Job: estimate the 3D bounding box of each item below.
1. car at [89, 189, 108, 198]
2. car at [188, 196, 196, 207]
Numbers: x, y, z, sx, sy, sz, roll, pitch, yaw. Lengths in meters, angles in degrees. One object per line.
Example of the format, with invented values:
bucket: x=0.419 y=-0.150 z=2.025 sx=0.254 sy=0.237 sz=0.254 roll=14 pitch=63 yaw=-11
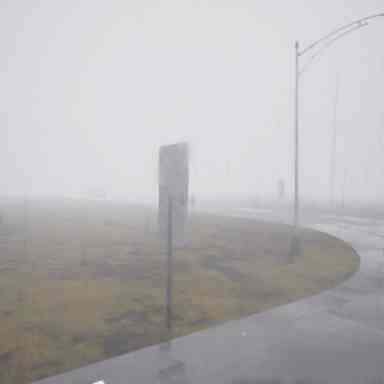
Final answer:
car: x=-15.384 y=0.246 z=54.655 sx=1.837 sy=1.490 sz=4.892 roll=1 pitch=0 yaw=-35
car: x=-1.533 y=0.619 z=34.851 sx=2.097 sy=1.767 sz=4.553 roll=1 pitch=1 yaw=-35
